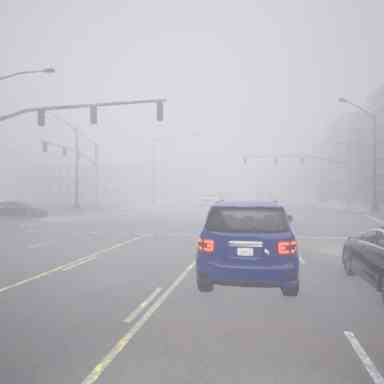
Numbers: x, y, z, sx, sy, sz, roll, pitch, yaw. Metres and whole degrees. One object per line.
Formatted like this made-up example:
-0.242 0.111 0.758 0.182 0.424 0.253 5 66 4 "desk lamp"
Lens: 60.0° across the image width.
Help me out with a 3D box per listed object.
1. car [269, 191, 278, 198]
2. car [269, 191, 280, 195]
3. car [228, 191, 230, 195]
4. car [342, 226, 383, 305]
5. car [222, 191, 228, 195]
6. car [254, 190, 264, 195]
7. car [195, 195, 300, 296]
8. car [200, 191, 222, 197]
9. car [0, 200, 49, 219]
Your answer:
20.711 0.551 84.965 2.097 1.767 4.553 0 1 11 "car"
18.732 0.879 74.962 2.128 1.511 4.902 0 1 11 "car"
6.615 0.740 67.889 2.150 2.045 5.566 0 1 12 "car"
4.779 1.491 7.389 2.128 1.511 4.902 0 0 11 "car"
4.515 0.925 57.649 2.150 2.045 5.566 0 1 11 "car"
15.261 0.903 75.459 1.994 1.385 4.181 0 1 11 "car"
1.511 1.221 8.911 2.150 2.045 5.566 0 0 11 "car"
2.489 1.078 47.462 2.150 2.045 5.566 0 1 11 "car"
-14.811 1.505 28.568 4.892 1.490 1.837 0 0 10 "car"
